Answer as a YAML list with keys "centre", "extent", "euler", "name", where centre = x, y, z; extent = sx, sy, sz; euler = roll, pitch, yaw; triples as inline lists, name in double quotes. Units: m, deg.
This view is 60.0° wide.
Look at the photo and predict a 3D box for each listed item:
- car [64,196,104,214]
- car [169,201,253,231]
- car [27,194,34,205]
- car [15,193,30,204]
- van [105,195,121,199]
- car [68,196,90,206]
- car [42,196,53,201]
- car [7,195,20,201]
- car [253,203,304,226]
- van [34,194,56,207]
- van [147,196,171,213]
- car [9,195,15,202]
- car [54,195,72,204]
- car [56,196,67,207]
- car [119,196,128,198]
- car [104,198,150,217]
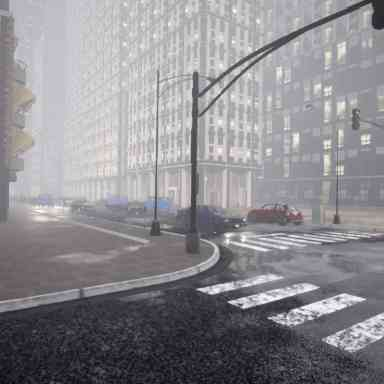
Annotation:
- centre: [-10.772, 1.427, 32.935]
  extent: [2.008, 1.369, 4.403]
  euler: [1, -1, -35]
  name: "car"
- centre: [0.996, 1.498, 20.729]
  extent: [2.033, 1.411, 5.357]
  euler: [1, -1, -35]
  name: "car"
- centre: [-23.782, 1.432, 51.408]
  extent: [1.802, 1.307, 4.206]
  euler: [1, -1, -35]
  name: "car"
- centre: [-30.282, 1.155, 60.647]
  extent: [2.192, 1.841, 5.009]
  euler: [1, -1, -35]
  name: "car"
- centre: [-10.422, 1.368, 46.998]
  extent: [1.690, 1.788, 3.998]
  euler: [1, -1, -35]
  name: "van"
- centre: [-18.233, 1.457, 53.584]
  extent: [2.128, 1.511, 4.902]
  euler: [1, -1, -35]
  name: "car"
- centre: [-36.446, 1.570, 83.941]
  extent: [1.802, 1.307, 4.206]
  euler: [1, -1, -35]
  name: "car"
- centre: [-40.043, 1.378, 74.499]
  extent: [2.008, 1.369, 4.403]
  euler: [1, -1, -35]
  name: "car"
- centre: [5.838, 1.505, 23.906]
  extent: [1.967, 1.590, 4.097]
  euler: [1, -1, -35]
  name: "car"
- centre: [-20.525, 1.197, 46.792]
  extent: [1.690, 1.788, 3.998]
  euler: [1, -1, -35]
  name: "van"
- centre: [-3.918, 1.382, 37.761]
  extent: [1.690, 1.788, 3.998]
  euler: [1, -1, -35]
  name: "van"
- centre: [-36.791, 1.397, 69.881]
  extent: [1.947, 1.339, 4.313]
  euler: [1, -1, -35]
  name: "car"
- centre: [-24.015, 1.434, 61.795]
  extent: [1.882, 1.535, 5.008]
  euler: [1, -1, -35]
  name: "car"
- centre: [-17.116, 1.436, 46.551]
  extent: [1.812, 1.442, 4.674]
  euler: [1, -1, -35]
  name: "car"
- centre: [-7.174, 1.584, 42.378]
  extent: [2.008, 1.369, 4.403]
  euler: [1, -1, -35]
  name: "car"
- centre: [-6.059, 1.534, 30.740]
  extent: [1.895, 1.301, 4.718]
  euler: [1, -1, -35]
  name: "car"
